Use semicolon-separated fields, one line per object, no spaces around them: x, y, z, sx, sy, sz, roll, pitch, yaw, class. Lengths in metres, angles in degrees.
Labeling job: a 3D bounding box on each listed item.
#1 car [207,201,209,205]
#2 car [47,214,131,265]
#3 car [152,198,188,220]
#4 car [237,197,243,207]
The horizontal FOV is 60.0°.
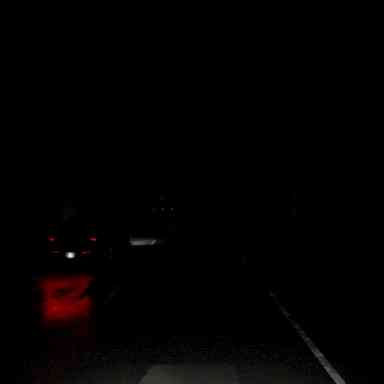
4.541;1.700;55.652;4.181;1.385;1.994;0;0;-35;car
-3.425;1.534;11.820;1.837;1.490;4.892;0;0;0;car
-1.859;1.423;29.156;2.097;1.767;4.553;0;0;14;car
5.762;1.479;52.193;4.553;1.767;2.097;0;0;-36;car
